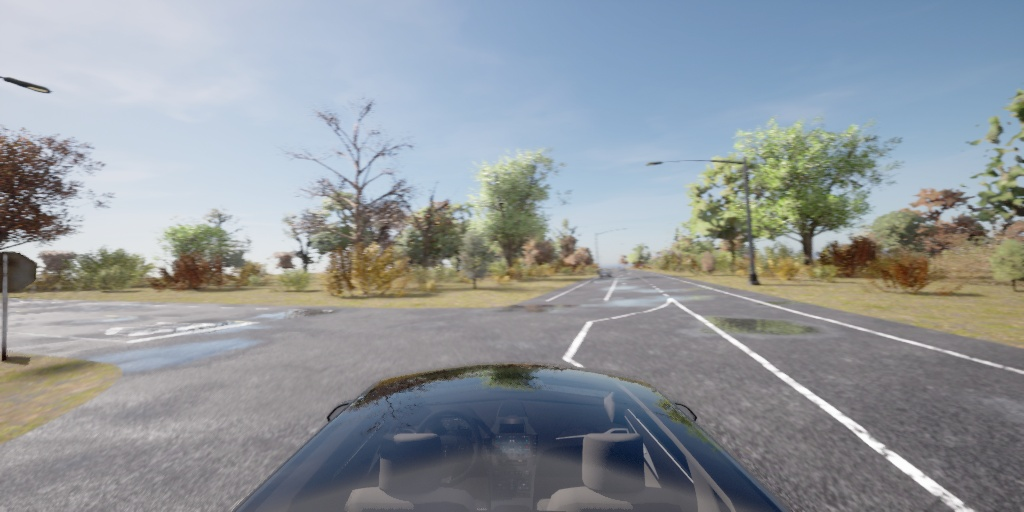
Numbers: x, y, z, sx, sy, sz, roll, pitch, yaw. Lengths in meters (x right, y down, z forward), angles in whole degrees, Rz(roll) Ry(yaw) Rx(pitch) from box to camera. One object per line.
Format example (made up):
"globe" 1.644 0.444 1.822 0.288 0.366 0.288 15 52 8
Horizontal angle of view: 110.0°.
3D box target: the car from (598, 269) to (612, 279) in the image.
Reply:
"car" 15.271 2.900 58.598 2.128 1.511 4.902 -4 -2 18
